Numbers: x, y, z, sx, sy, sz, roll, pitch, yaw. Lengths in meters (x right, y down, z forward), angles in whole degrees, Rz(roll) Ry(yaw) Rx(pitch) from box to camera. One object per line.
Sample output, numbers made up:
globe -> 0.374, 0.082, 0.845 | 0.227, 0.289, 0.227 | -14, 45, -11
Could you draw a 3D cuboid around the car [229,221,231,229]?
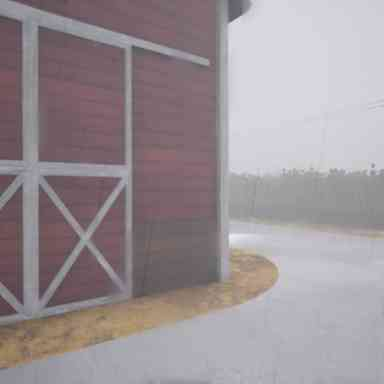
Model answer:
car -> 0.353, 1.529, 19.030 | 1.994, 1.385, 4.181 | 0, 0, -32
